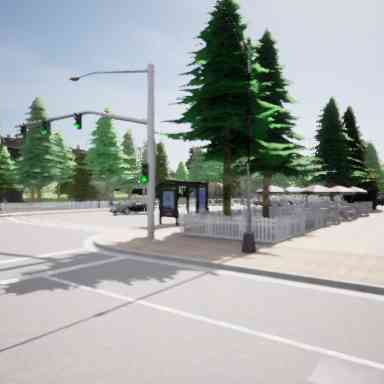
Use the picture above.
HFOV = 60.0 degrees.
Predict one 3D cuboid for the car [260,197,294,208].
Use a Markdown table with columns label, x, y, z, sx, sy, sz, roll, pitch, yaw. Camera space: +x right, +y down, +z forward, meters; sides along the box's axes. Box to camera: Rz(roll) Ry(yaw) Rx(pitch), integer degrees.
| label | x | y | z | sx | sy | sz | roll | pitch | yaw |
| --- | --- | --- | --- | --- | --- | --- | --- | --- | --- |
| car | 11.199 | 1.416 | 42.244 | 4.902 | 1.511 | 2.128 | 0 | 0 | -44 |

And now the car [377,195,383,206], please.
| label | x | y | z | sx | sy | sz | roll | pitch | yaw |
| --- | --- | --- | --- | --- | --- | --- | --- | --- | --- |
| car | 30.313 | 1.293 | 51.221 | 4.553 | 1.767 | 2.097 | 0 | 0 | -9 |

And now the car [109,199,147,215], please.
| label | x | y | z | sx | sy | sz | roll | pitch | yaw |
| --- | --- | --- | --- | --- | --- | --- | --- | --- | --- |
| car | -5.795 | 1.401 | 32.355 | 2.128 | 1.511 | 4.902 | 0 | 0 | 36 |

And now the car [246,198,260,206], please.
| label | x | y | z | sx | sy | sz | roll | pitch | yaw |
| --- | --- | --- | --- | --- | --- | --- | --- | --- | --- |
| car | 10.431 | 1.519 | 50.818 | 4.718 | 1.301 | 1.895 | 0 | 0 | -35 |
